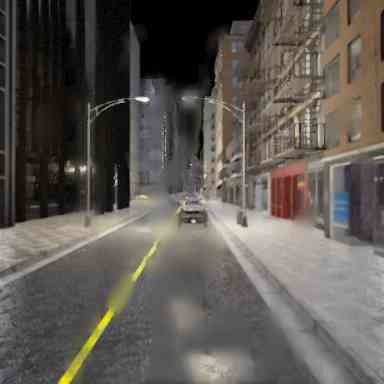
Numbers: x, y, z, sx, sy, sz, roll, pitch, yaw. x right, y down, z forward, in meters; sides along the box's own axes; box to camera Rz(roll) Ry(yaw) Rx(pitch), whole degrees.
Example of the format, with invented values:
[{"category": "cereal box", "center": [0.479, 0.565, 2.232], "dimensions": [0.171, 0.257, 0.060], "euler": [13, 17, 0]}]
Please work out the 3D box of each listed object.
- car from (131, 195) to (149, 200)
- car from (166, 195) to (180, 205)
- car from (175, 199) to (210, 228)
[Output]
[{"category": "car", "center": [-14.435, 1.493, 92.871], "dimensions": [4.829, 1.417, 1.752], "euler": [-1, 0, 0]}, {"category": "car", "center": [-3.084, 1.254, 54.508], "dimensions": [2.097, 1.767, 4.553], "euler": [0, 0, 0]}, {"category": "car", "center": [0.090, 1.471, 21.987], "dimensions": [1.837, 1.490, 4.892], "euler": [0, 0, 0]}]
